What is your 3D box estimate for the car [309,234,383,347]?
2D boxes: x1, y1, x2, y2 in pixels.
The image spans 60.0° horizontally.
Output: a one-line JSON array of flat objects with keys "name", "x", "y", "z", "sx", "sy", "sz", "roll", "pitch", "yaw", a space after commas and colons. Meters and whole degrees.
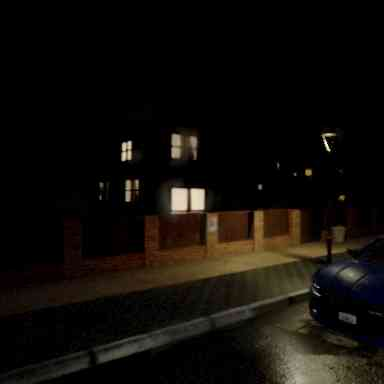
[{"name": "car", "x": 4.179, "y": 1.476, "z": 6.047, "sx": 5.008, "sy": 1.535, "sz": 1.882, "roll": 0, "pitch": 0, "yaw": -36}]
